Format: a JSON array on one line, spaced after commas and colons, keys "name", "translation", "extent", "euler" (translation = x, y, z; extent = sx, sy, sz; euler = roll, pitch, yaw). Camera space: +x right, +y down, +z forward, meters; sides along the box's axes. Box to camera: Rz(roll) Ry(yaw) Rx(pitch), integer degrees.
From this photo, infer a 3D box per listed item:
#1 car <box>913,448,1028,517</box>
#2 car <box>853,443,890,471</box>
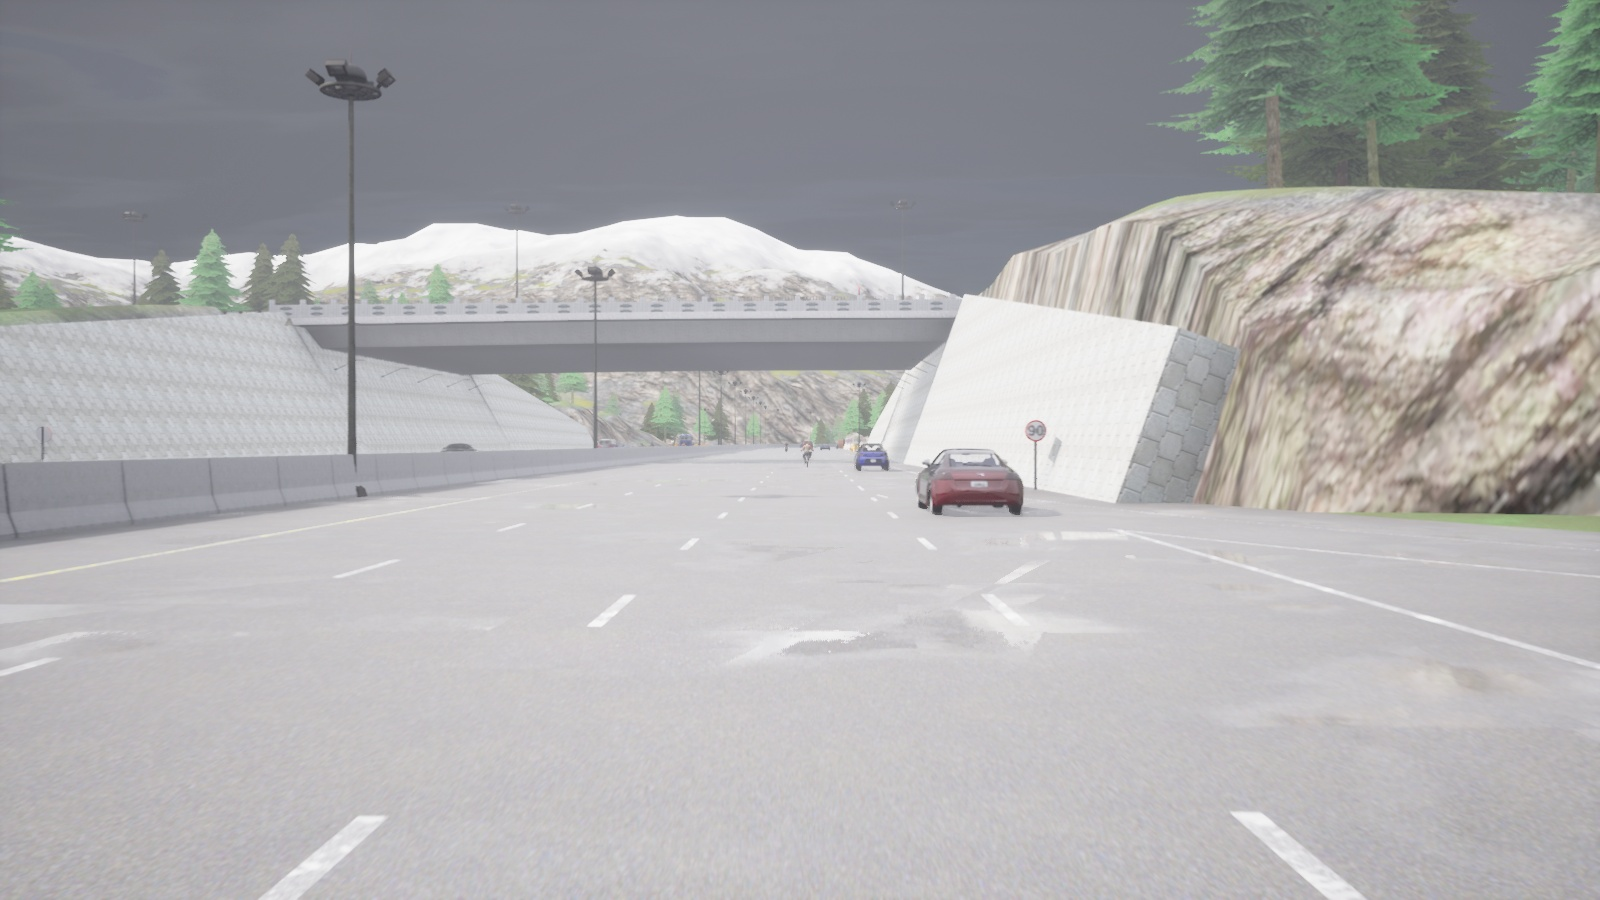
[{"name": "car", "translation": [3.673, 0.657, 27.805], "extent": [1.994, 1.385, 4.181], "euler": [0, 0, 0]}, {"name": "car", "translation": [3.908, 0.374, 69.047], "extent": [1.816, 1.474, 4.193], "euler": [0, 0, 0]}]
